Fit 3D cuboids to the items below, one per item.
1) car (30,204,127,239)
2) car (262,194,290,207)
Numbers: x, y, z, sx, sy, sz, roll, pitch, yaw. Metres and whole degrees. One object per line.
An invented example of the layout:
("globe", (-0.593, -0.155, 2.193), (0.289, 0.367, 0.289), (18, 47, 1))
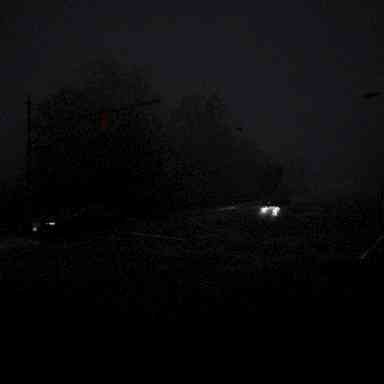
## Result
("car", (-5.488, 1.369, 16.622), (2.128, 1.511, 4.902), (1, 0, 36))
("car", (9.481, 0.870, 37.454), (1.994, 1.385, 4.181), (1, 3, 36))
